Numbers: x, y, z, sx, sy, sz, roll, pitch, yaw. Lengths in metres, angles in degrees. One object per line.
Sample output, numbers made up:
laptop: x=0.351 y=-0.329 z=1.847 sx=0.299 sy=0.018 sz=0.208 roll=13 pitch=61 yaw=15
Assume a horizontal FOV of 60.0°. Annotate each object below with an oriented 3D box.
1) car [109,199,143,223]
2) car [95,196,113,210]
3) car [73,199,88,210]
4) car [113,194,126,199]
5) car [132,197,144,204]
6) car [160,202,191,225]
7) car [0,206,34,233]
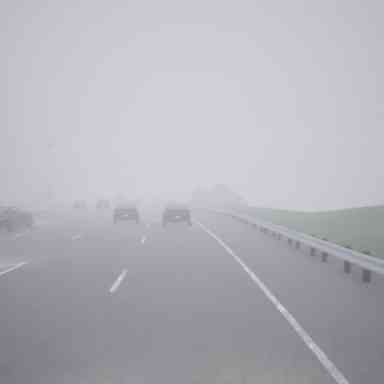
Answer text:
car: x=-5.050 y=1.537 z=26.086 sx=1.882 sy=1.535 sz=5.008 roll=0 pitch=0 yaw=-8
car: x=-12.094 y=1.650 z=45.306 sx=1.837 sy=1.490 sz=4.892 roll=1 pitch=0 yaw=-14
car: x=-15.439 y=1.734 z=45.873 sx=2.033 sy=1.411 sz=5.357 roll=-1 pitch=0 yaw=-17
car: x=-14.070 y=1.387 z=64.218 sx=2.150 sy=2.045 sz=5.566 roll=0 pitch=0 yaw=-20
car: x=-10.504 y=1.613 z=64.204 sx=2.128 sy=1.511 sz=4.902 roll=-1 pitch=0 yaw=-19
car: x=-1.220 y=1.489 z=24.105 sx=1.882 sy=1.535 sz=5.008 roll=0 pitch=0 yaw=-7
car: x=-11.348 y=1.631 z=20.467 sx=2.128 sy=1.511 sz=4.902 roll=0 pitch=0 yaw=-7
